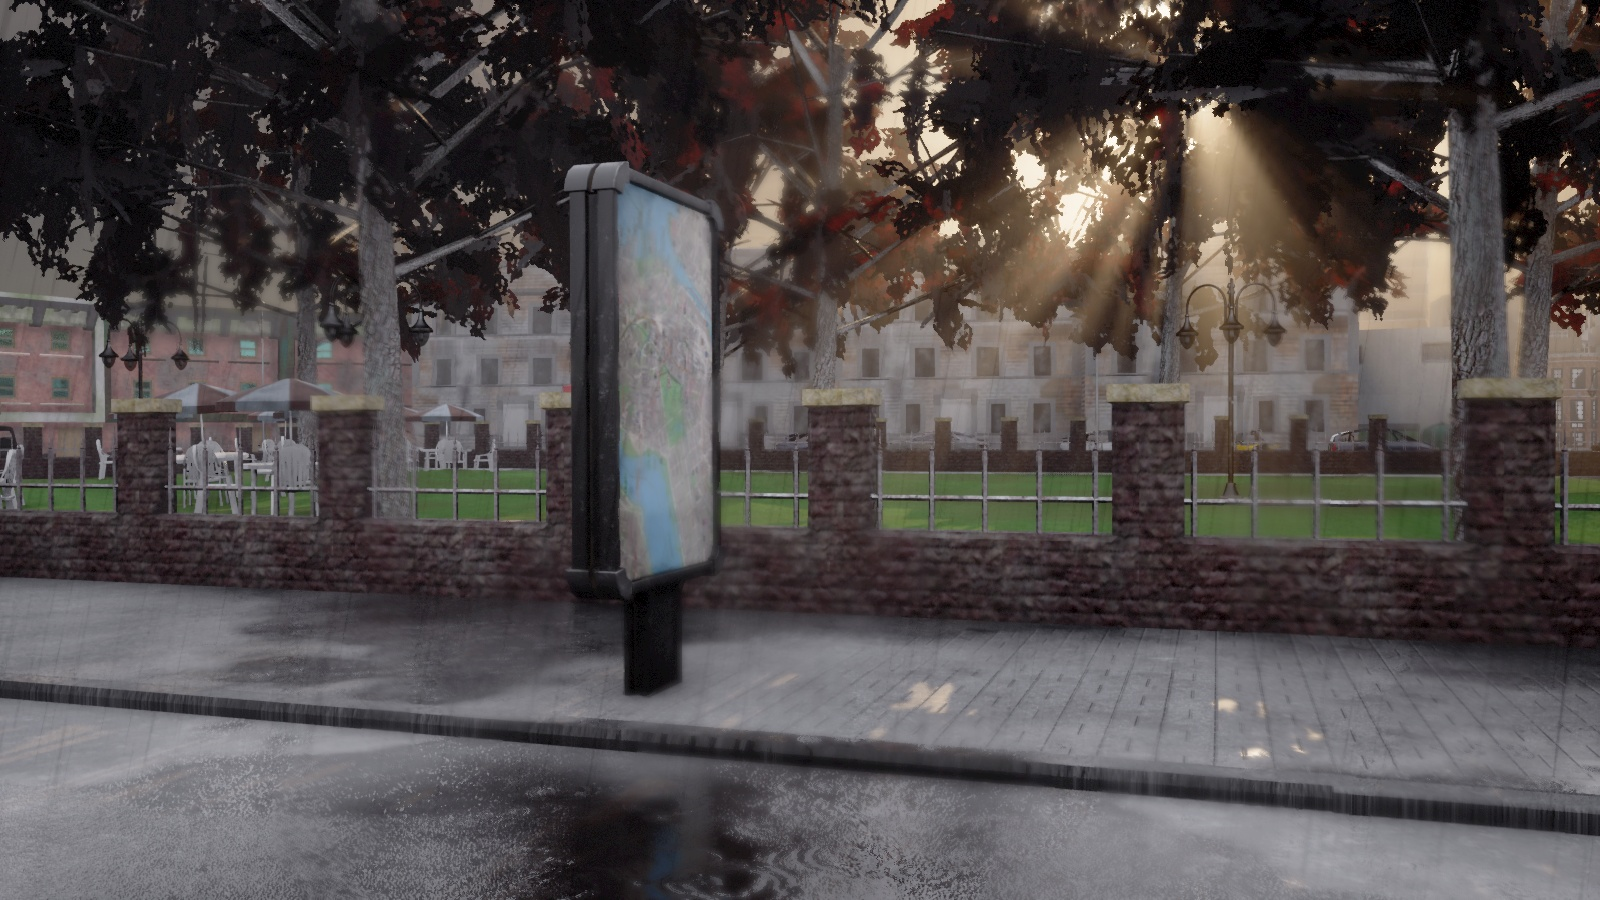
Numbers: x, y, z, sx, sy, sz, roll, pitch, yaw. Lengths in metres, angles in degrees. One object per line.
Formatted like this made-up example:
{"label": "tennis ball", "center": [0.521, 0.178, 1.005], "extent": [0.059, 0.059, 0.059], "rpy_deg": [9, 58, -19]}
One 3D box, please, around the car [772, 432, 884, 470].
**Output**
{"label": "car", "center": [1.137, 0.027, 51.038], "extent": [4.193, 1.474, 1.816], "rpy_deg": [1, 1, 18]}

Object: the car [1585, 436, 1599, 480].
{"label": "car", "center": [28.829, 0.278, 41.844], "extent": [4.193, 1.474, 1.816], "rpy_deg": [1, 1, 18]}

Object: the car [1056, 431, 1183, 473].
{"label": "car", "center": [12.073, 0.060, 47.409], "extent": [4.514, 1.525, 2.007], "rpy_deg": [1, 1, 18]}

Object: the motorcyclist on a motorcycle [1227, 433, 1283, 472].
{"label": "motorcyclist on a motorcycle", "center": [17.992, 0.081, 49.660], "extent": [2.044, 1.523, 0.797], "rpy_deg": [1, 1, 18]}

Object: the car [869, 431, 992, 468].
{"label": "car", "center": [5.599, -0.057, 53.771], "extent": [4.902, 1.511, 2.128], "rpy_deg": [1, 1, 18]}

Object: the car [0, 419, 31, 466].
{"label": "car", "center": [-32.650, -0.289, 49.299], "extent": [1.905, 1.878, 3.866], "rpy_deg": [1, 1, 19]}

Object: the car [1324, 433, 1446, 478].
{"label": "car", "center": [20.685, 0.169, 44.551], "extent": [3.705, 1.549, 1.789], "rpy_deg": [0, 1, 18]}
